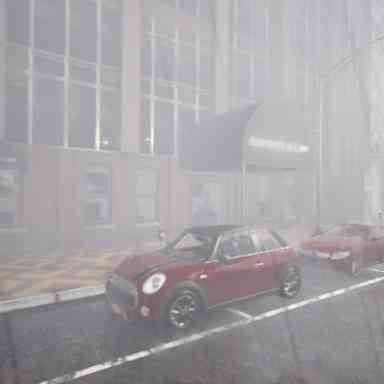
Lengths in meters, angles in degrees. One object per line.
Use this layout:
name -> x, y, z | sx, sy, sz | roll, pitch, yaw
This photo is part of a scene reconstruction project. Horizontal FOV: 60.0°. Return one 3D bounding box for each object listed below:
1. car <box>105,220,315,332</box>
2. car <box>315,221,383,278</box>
car -> 0.342, 1.435, 6.788 | 4.097, 1.590, 1.967 | 0, 1, -35
car -> 4.946, 1.568, 10.073 | 4.206, 1.307, 1.802 | 0, 1, -35
